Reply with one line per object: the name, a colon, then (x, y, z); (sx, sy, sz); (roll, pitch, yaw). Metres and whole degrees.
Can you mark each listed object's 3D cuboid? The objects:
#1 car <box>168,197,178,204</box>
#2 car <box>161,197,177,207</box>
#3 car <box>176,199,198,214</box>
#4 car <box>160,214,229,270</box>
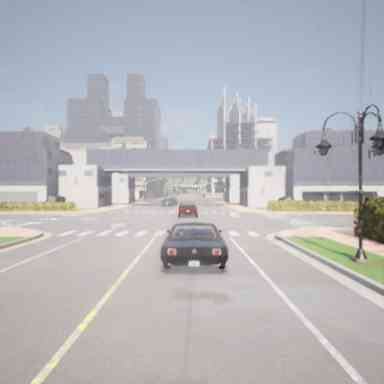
car: (-4.169, 1.877, 72.878); (1.837, 1.490, 4.892); (0, 0, 0)
car: (-4.218, 1.794, 57.750); (2.128, 1.511, 4.902); (0, 0, 0)
car: (-0.439, 1.662, 33.995); (1.882, 1.535, 5.008); (0, 0, -1)
car: (0.075, 1.657, 11.186); (1.895, 1.301, 4.718); (0, 0, 0)
